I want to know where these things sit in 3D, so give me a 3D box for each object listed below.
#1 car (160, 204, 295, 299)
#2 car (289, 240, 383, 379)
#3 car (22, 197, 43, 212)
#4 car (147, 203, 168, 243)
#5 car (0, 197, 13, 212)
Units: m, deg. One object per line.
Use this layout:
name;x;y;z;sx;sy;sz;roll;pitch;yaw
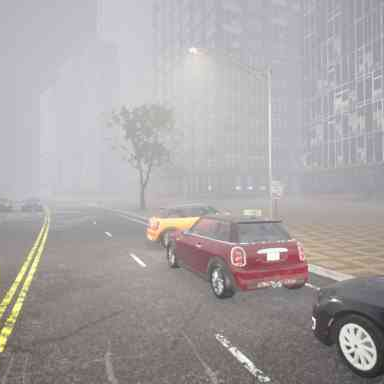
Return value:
car;0.878;1.356;8.849;2.097;1.767;4.553;0;0;-22
car;3.615;1.505;3.380;1.837;1.490;4.892;0;0;-36
car;-18.850;1.401;39.381;2.097;1.767;4.553;0;0;-24
car;0.370;1.279;14.446;4.553;1.767;2.097;-3;1;-18
car;-21.818;1.398;38.058;2.097;1.767;4.553;0;0;-24
